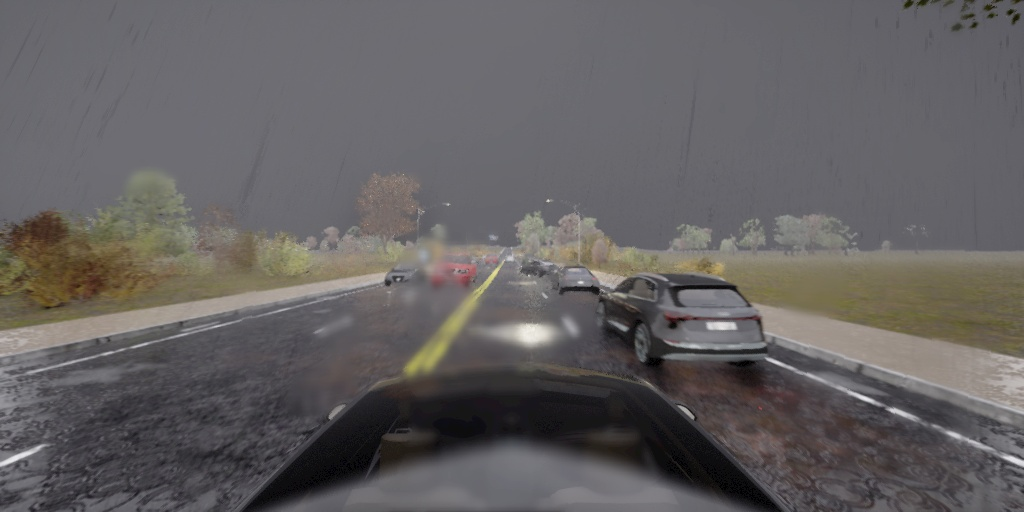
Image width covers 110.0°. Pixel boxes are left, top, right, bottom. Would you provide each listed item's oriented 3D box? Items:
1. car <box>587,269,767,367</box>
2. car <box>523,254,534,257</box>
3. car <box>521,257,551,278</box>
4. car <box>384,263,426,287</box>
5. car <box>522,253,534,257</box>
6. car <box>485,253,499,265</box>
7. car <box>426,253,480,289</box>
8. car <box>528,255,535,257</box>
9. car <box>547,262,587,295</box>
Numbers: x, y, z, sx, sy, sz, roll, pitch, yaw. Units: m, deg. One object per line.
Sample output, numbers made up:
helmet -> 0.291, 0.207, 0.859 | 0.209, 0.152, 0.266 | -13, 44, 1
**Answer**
car -> 3.246, 1.137, 7.816 | 2.033, 1.649, 4.856 | 0, 0, 0
car -> 3.023, 0.855, 51.841 | 2.128, 1.511, 4.902 | 0, 0, 0
car -> 2.462, 1.057, 30.975 | 1.812, 1.442, 4.674 | 0, 1, -22
car -> -6.639, 1.160, 22.977 | 1.994, 1.385, 4.181 | 0, 0, 0
car -> 2.951, 0.490, 62.868 | 2.150, 2.045, 5.566 | 0, 0, 0
car -> -3.570, 0.518, 64.359 | 2.150, 2.045, 5.566 | 0, 1, 0
car -> -3.386, 0.823, 22.023 | 2.150, 2.045, 5.566 | 0, 1, 0
car -> 3.096, 0.957, 40.841 | 1.837, 1.490, 4.892 | 0, 0, 0
car -> 3.219, 1.188, 18.827 | 1.994, 1.385, 4.181 | 0, 0, 0
